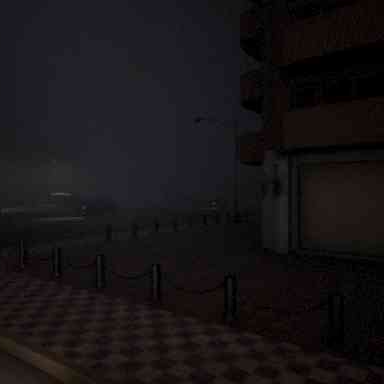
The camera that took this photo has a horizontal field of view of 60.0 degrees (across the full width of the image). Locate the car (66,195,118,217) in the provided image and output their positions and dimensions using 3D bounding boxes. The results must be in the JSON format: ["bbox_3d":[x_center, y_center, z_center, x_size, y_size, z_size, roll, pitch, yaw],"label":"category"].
[{"bbox_3d":[-9.542,1.462,32.856,2.097,1.767,4.553,0,0,35],"label":"car"}]

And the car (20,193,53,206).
[{"bbox_3d":[-30.771,1.341,66.008,1.932,1.855,4.605,0,0,36],"label":"car"}]

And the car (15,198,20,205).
[{"bbox_3d":[-33.088,1.558,67.747,1.784,1.438,3.905,0,0,36],"label":"car"}]

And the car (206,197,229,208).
[{"bbox_3d":[4.032,1.610,51.833,1.837,1.490,4.892,0,-1,36],"label":"car"}]

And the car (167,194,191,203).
[{"bbox_3d":[-2.289,1.285,67.143,1.932,1.855,4.605,0,0,36],"label":"car"}]

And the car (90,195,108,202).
[{"bbox_3d":[-22.935,1.584,81.960,1.970,1.475,3.806,0,0,36],"label":"car"}]

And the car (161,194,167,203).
[{"bbox_3d":[-4.611,1.294,68.872,1.905,1.878,3.866,0,0,36],"label":"car"}]
